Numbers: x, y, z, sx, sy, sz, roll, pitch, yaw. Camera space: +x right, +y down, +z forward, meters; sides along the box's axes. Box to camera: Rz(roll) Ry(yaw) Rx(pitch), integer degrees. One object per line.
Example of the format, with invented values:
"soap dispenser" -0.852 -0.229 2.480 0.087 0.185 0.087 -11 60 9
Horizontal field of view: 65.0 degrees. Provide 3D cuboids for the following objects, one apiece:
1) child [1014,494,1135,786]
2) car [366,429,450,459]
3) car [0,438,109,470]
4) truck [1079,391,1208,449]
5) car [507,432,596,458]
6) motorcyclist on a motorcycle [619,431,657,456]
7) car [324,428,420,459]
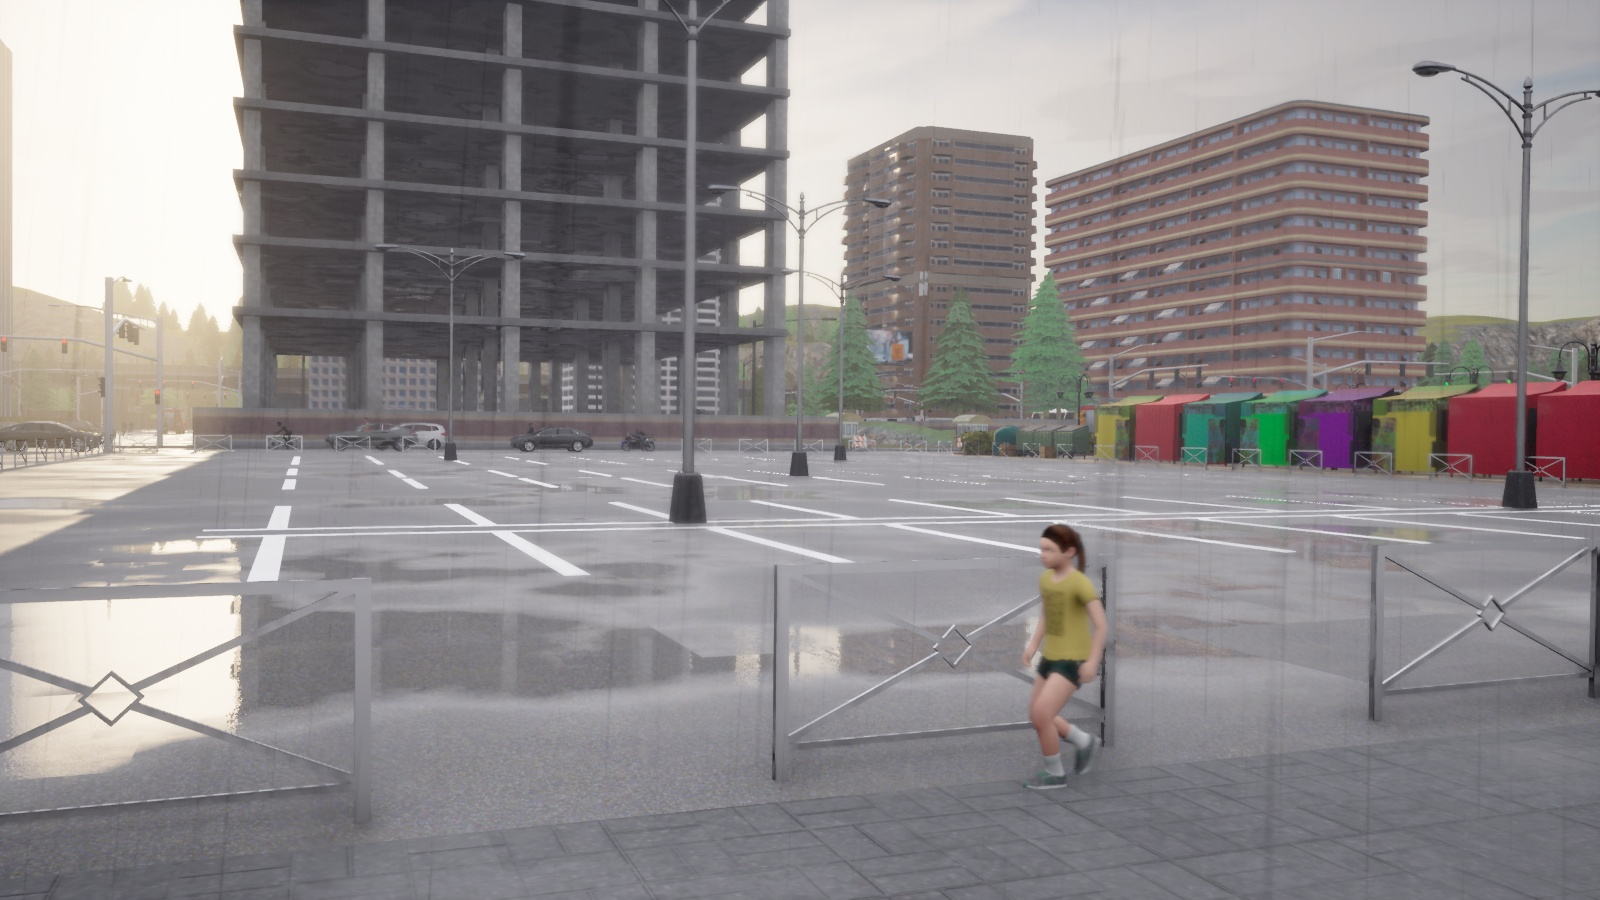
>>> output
"child" 1.101 0.743 5.043 0.394 1.110 0.255 -1 1 -21
"car" -23.501 -0.382 75.183 4.611 1.667 2.242 -1 1 -22
"car" -37.098 0.160 62.171 4.892 1.490 1.837 -1 1 -22
"truck" 23.681 -2.085 86.490 8.468 3.827 2.891 -1 1 -22
"car" -14.821 -0.311 74.886 4.892 1.490 1.837 -1 1 -22
"motorcyclist on a motorcycle" -10.375 -0.419 80.431 2.191 1.530 0.866 -1 1 -22
"car" -24.227 -0.374 71.120 5.027 1.651 2.152 -1 1 -22
